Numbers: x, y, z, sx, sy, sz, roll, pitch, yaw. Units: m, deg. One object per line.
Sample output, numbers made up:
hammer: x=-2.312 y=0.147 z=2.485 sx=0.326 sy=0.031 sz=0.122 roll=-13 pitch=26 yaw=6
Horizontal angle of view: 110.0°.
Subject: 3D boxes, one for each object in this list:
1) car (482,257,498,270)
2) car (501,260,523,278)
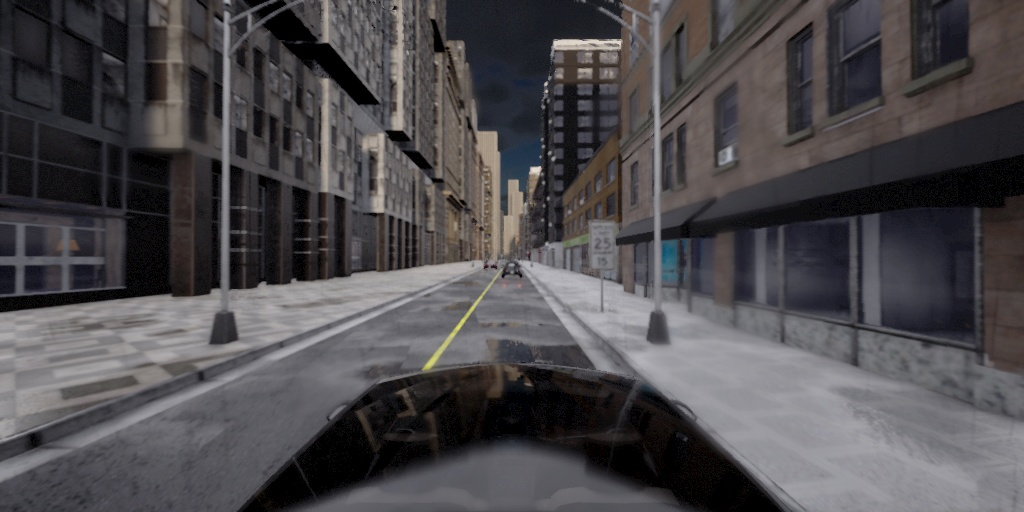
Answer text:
car: x=-2.987 y=1.213 z=50.752 sx=1.882 sy=1.535 sz=5.008 roll=0 pitch=0 yaw=0
car: x=0.009 y=1.249 z=33.367 sx=1.812 sy=1.442 sz=4.674 roll=0 pitch=0 yaw=0
